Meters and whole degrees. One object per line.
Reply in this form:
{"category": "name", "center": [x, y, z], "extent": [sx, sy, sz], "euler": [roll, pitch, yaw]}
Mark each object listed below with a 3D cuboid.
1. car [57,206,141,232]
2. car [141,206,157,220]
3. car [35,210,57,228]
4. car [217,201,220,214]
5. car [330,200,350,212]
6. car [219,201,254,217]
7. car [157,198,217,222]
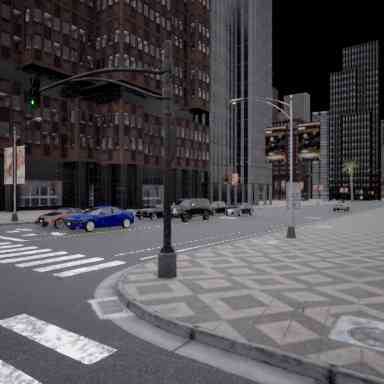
{"category": "car", "center": [-6.086, 1.717, 22.350], "extent": [1.882, 1.535, 5.008], "euler": [0, -1, 35]}
{"category": "car", "center": [-3.281, 1.974, 31.975], "extent": [1.895, 1.301, 4.718], "euler": [0, -1, 35]}
{"category": "car", "center": [-8.951, 1.794, 23.922], "extent": [1.994, 1.385, 4.181], "euler": [0, -1, 36]}
{"category": "car", "center": [2.542, 1.872, 40.226], "extent": [2.097, 1.767, 4.553], "euler": [0, -1, 35]}
{"category": "car", "center": [24.183, 2.430, 53.678], "extent": [2.033, 1.411, 5.357], "euler": [0, -1, 34]}
{"category": "car", "center": [5.612, 2.026, 38.935], "extent": [2.128, 1.511, 4.902], "euler": [0, -1, 35]}
{"category": "car", "center": [-0.313, 1.607, 30.543], "extent": [2.150, 2.045, 5.566], "euler": [0, -1, 35]}
